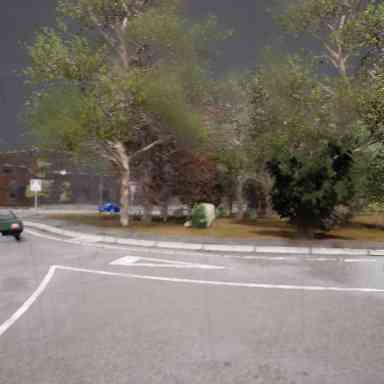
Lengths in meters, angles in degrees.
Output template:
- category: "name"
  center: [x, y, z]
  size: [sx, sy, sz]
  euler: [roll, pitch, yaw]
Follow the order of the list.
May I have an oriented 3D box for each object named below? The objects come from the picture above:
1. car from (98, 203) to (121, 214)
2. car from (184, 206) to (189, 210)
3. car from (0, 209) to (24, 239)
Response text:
- category: "car"
  center: [-11.240, 2.352, 47.518]
  size: [1.882, 1.535, 5.008]
  euler: [1, -4, 24]
- category: "car"
  center: [-0.116, 4.105, 92.966]
  size: [2.435, 2.045, 5.566]
  euler: [1, -2, 24]
- category: "car"
  center: [-9.055, 1.389, 15.061]
  size: [1.895, 1.301, 4.718]
  euler: [0, 0, -36]
